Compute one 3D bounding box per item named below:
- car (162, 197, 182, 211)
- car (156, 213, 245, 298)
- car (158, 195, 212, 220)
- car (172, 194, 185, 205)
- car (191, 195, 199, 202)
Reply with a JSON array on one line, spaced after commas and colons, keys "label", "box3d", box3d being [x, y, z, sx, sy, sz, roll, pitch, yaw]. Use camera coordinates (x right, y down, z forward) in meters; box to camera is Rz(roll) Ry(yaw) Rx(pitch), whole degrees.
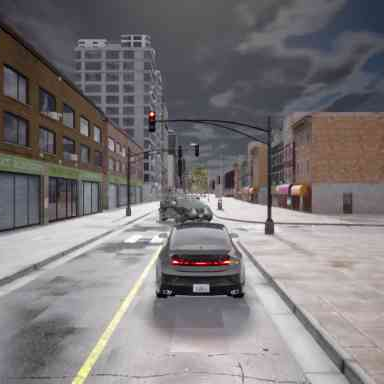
[{"label": "car", "box3d": [-2.453, 1.490, 42.101, 2.128, 1.511, 4.902, 0, 0, 1]}, {"label": "car", "box3d": [0.174, 1.505, 8.485, 1.837, 1.490, 4.892, 0, 0, 0]}, {"label": "car", "box3d": [-0.674, 1.229, 24.328, 2.150, 2.045, 5.566, -1, 0, -27]}, {"label": "car", "box3d": [-2.275, 1.339, 58.412, 2.097, 1.767, 4.553, 0, 0, 1]}, {"label": "car", "box3d": [0.724, 1.466, 75.097, 1.837, 1.490, 4.892, 0, 0, 1]}]
